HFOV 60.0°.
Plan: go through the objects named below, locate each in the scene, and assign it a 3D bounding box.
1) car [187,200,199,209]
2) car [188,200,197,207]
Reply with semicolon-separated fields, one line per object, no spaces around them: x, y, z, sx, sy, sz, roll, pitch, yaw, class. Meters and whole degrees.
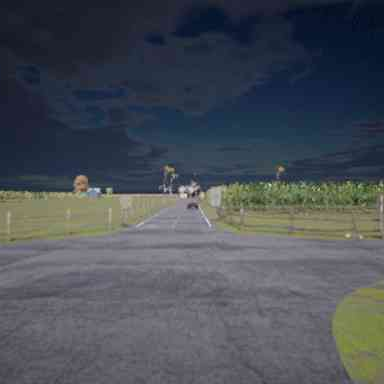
0.151;2.161;57.118;1.837;1.490;4.892;0;0;0;car
0.063;2.387;69.846;1.895;1.301;4.718;0;-1;0;car
